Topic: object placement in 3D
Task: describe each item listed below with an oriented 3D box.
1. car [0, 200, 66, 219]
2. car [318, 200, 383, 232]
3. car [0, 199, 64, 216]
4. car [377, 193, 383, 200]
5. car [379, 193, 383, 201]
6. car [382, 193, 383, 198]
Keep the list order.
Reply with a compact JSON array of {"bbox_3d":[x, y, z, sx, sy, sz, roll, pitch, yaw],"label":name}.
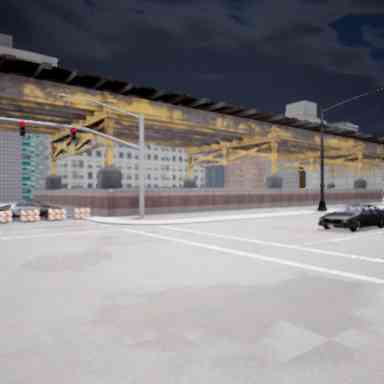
[{"bbox_3d":[-13.237,1.421,27.884,4.974,1.542,2.038,0,0,-7],"label":"car"},{"bbox_3d":[9.659,1.433,19.492,5.357,1.411,2.033,0,0,-36],"label":"car"},{"bbox_3d":[-13.289,1.264,27.877,4.536,1.218,1.853,0,0,-7],"label":"car"},{"bbox_3d":[38.067,0.892,65.713,1.853,1.218,4.536,0,0,18],"label":"car"},{"bbox_3d":[41.960,1.018,69.425,4.974,1.542,2.038,0,0,-7],"label":"car"},{"bbox_3d":[34.308,1.076,62.978,4.974,1.542,2.038,0,0,8],"label":"car"}]
